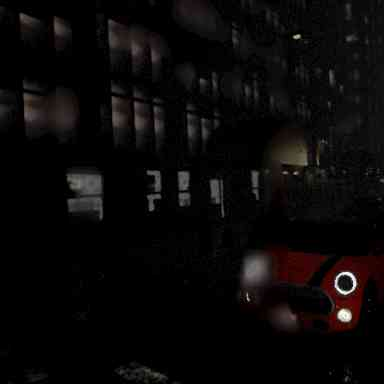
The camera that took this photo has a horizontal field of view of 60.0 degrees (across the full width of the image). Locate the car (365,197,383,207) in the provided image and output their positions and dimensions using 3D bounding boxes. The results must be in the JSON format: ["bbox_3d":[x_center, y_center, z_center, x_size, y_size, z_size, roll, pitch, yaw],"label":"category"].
[{"bbox_3d":[9.443,1.213,14.578,2.097,1.767,4.553,-2,-1,41],"label":"car"}]

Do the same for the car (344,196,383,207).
[{"bbox_3d":[10.529,1.187,20.004,2.192,1.841,5.009,-4,-1,41],"label":"car"}]

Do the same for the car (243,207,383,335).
[{"bbox_3d":[2.954,1.375,6.999,2.097,1.767,4.553,-2,-1,40],"label":"car"}]

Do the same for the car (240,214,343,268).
[{"bbox_3d":[3.786,1.605,12.169,1.947,1.339,4.313,-4,-1,41],"label":"car"}]
